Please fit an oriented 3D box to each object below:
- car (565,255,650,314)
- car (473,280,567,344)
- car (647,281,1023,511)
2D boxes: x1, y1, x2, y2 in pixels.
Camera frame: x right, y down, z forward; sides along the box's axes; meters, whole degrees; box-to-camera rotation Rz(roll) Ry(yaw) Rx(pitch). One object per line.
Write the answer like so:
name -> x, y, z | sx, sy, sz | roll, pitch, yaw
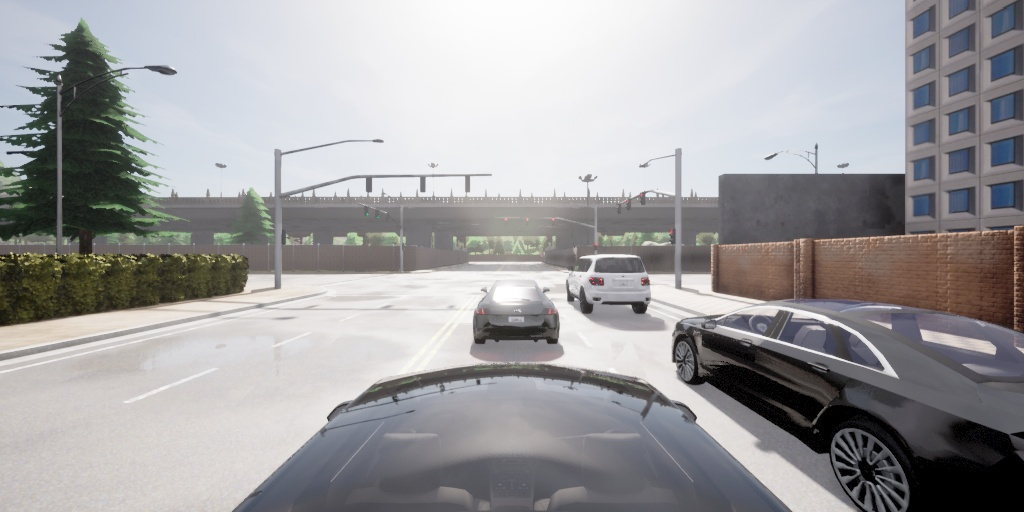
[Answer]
car -> 3.488, 0.971, 13.931 | 2.150, 2.045, 5.566 | 0, 0, 0
car -> 0.092, 1.314, 9.586 | 1.994, 1.385, 4.181 | 0, 0, 0
car -> 3.595, 1.242, 4.126 | 2.128, 1.511, 4.902 | 0, 0, 0
